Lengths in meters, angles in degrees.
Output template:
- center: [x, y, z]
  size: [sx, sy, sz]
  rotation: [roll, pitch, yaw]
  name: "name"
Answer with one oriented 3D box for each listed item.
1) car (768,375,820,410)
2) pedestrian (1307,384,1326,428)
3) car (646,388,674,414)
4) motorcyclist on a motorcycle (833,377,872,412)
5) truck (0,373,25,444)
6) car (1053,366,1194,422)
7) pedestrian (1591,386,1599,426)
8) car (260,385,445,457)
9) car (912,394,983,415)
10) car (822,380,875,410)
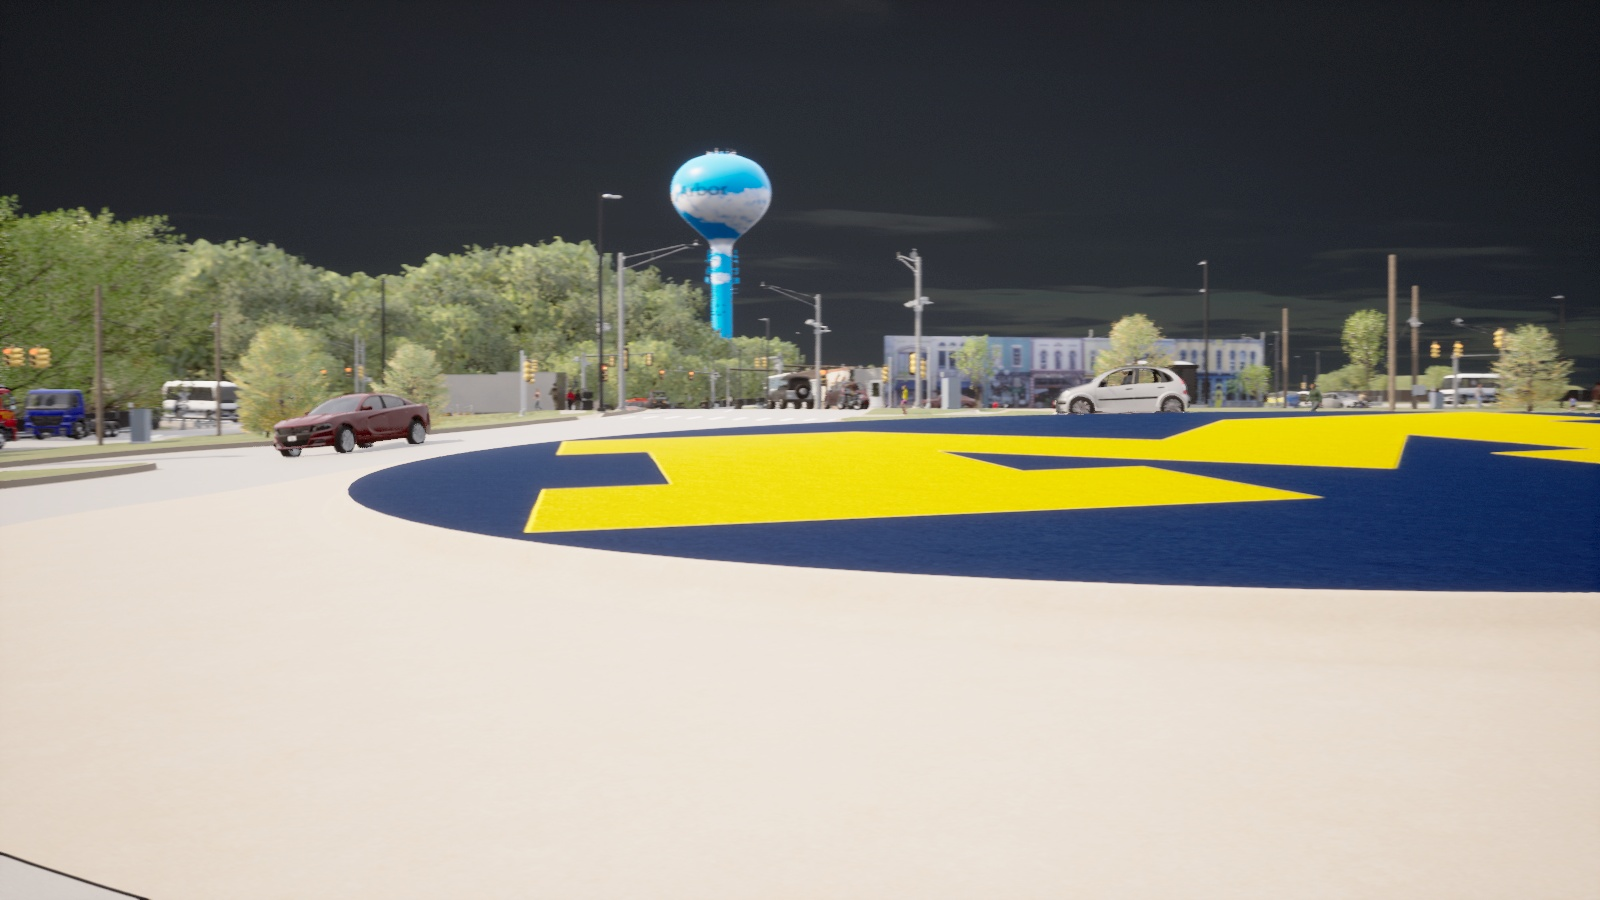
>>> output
- center: [-0.367, -3.226, 70.718]
  size: [1.905, 1.878, 3.866]
  rotation: [0, 2, -17]
  name: "car"
- center: [21.809, -1.835, 53.031]
  size: [0.614, 1.847, 0.353]
  rotation: [0, 1, -17]
  name: "pedestrian"
- center: [-10.790, -3.738, 96.804]
  size: [1.905, 1.878, 3.866]
  rotation: [0, 1, -10]
  name: "car"
- center: [2.574, -2.747, 62.179]
  size: [0.766, 1.649, 2.350]
  rotation: [-1, 3, -29]
  name: "motorcyclist on a motorcycle"
- center: [-44.669, -2.183, 66.236]
  size: [2.891, 3.827, 8.468]
  rotation: [0, 2, -5]
  name: "truck"
- center: [9.905, -1.709, 38.733]
  size: [3.988, 1.617, 1.851]
  rotation: [0, 1, 7]
  name: "car"
- center: [37.201, -2.022, 58.280]
  size: [0.703, 1.840, 0.431]
  rotation: [0, 1, -8]
  name: "pedestrian"
- center: [-11.798, -0.837, 33.553]
  size: [1.882, 1.535, 5.008]
  rotation: [-4, 3, 18]
  name: "car"
- center: [10.601, -3.277, 90.331]
  size: [4.674, 1.442, 1.812]
  rotation: [0, 1, -11]
  name: "car"
- center: [2.727, -3.118, 71.433]
  size: [1.851, 1.617, 3.988]
  rotation: [0, 2, -15]
  name: "car"
